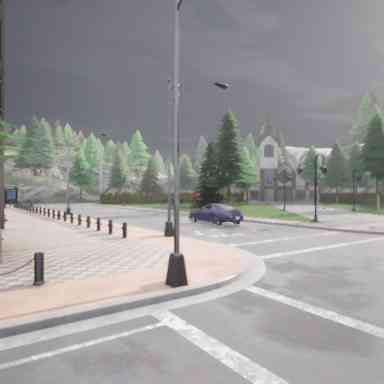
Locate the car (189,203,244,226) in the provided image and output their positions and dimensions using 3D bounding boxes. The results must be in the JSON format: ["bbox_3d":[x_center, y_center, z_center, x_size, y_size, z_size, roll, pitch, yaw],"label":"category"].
[{"bbox_3d":[1.660,1.512,23.296,1.812,1.442,4.674,0,0,-34],"label":"car"}]
